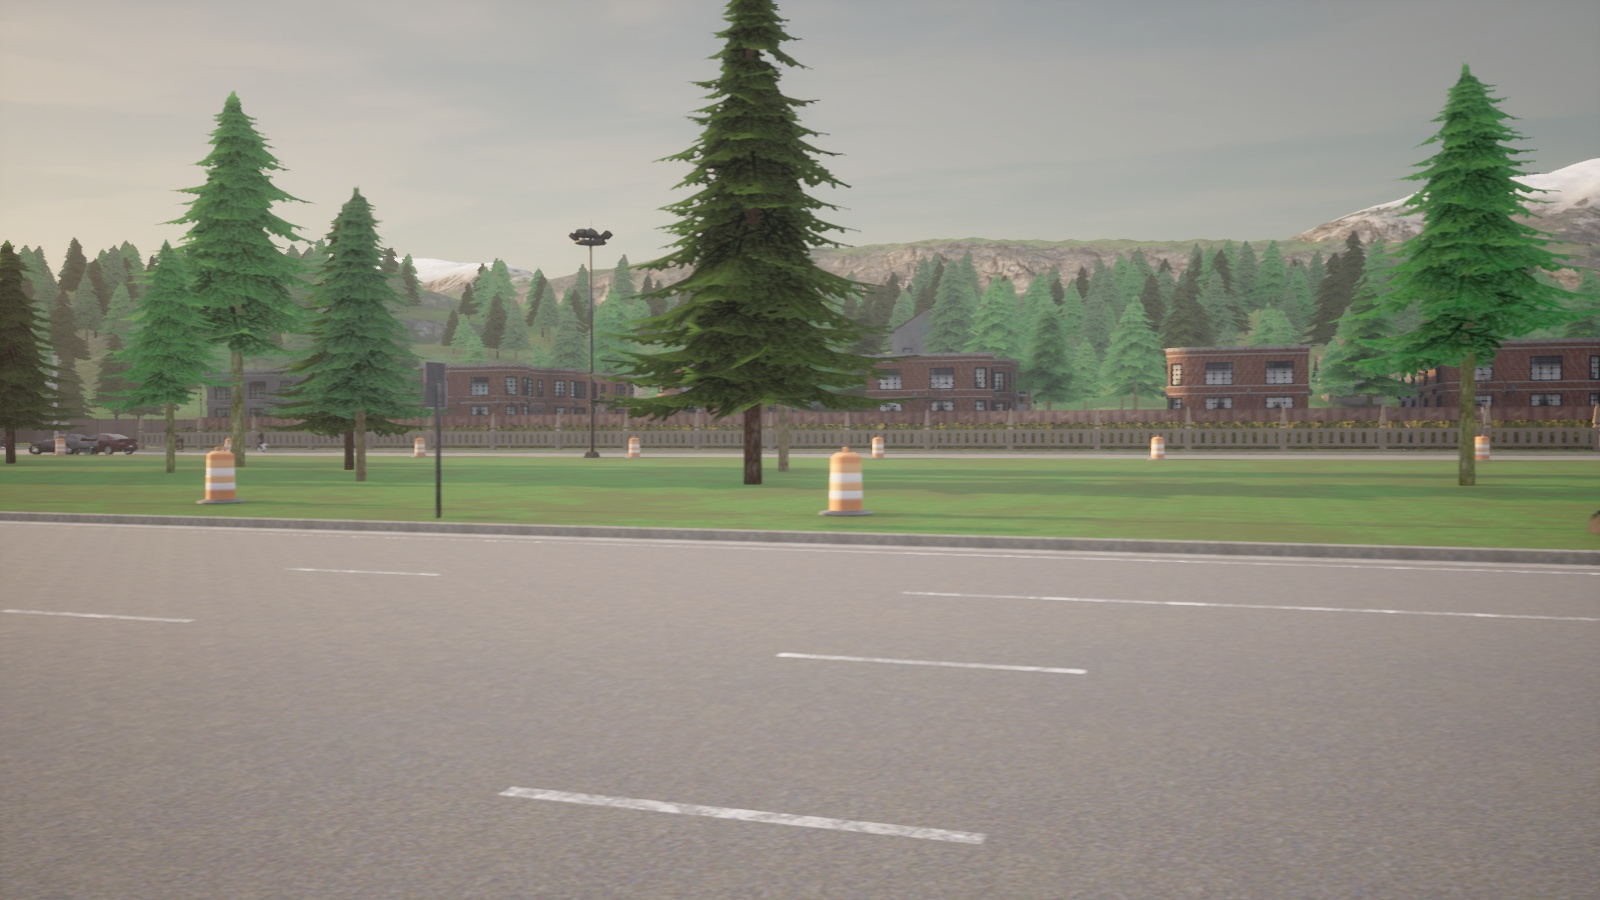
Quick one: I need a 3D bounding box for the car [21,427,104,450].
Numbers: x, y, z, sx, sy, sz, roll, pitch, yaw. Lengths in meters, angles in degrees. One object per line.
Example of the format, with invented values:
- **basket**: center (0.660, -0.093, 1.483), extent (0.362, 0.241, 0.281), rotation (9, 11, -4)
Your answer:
- **car**: center (-49.746, -0.761, 84.730), extent (4.902, 1.511, 2.128), rotation (1, 1, 18)
